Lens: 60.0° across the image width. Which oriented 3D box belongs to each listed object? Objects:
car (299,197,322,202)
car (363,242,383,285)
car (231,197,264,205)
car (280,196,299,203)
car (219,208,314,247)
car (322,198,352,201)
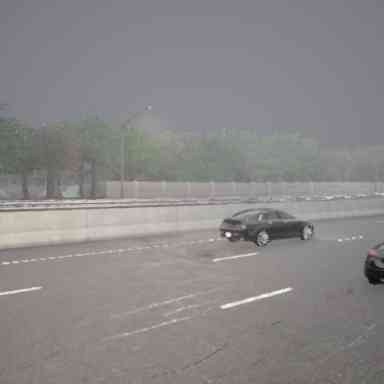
[{"bbox_3d":[15.695,1.451,40.789,4.718,1.301,1.895,0,0,-35],"label":"car"},{"bbox_3d":[6.095,1.526,8.201,4.181,1.385,1.994,0,0,-35],"label":"car"},{"bbox_3d":[7.229,1.379,43.394,4.892,1.490,1.837,0,0,-35],"label":"car"},{"bbox_3d":[13.424,1.357,43.467,4.892,1.490,1.837,0,0,-35],"label":"car"},{"bbox_3d":[3.440,1.459,14.776,4.892,1.490,1.837,0,0,-35],"label":"car"},{"bbox_3d":[17.085,1.419,37.487,4.181,1.385,1.994,0,0,-35],"label":"car"}]
